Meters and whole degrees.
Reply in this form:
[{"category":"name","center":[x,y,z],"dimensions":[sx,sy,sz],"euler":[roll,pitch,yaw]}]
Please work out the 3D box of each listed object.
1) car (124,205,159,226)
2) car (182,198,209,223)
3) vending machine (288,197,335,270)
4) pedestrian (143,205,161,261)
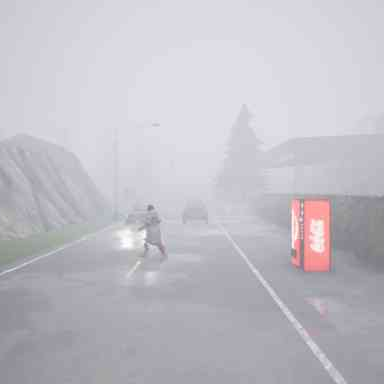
[{"category":"car","center":[-3.456,1.600,23.514],"dimensions":[1.895,1.301,4.718],"euler":[0,0,0]},{"category":"car","center":[0.254,1.491,25.329],"dimensions":[2.128,1.511,4.902],"euler":[0,0,0]},{"category":"vending machine","center":[3.552,1.195,9.982],"dimensions":[1.100,2.100,0.880],"euler":[0,0,0]},{"category":"pedestrian","center":[-1.314,1.294,10.943],"dimensions":[0.375,1.860,0.375],"euler":[0,0,0]}]
